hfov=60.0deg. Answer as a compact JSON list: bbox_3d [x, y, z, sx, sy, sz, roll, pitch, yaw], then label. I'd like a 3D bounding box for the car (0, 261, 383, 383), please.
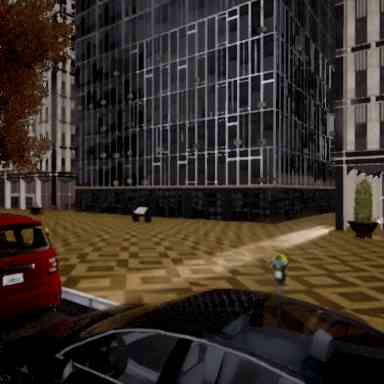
[{"bbox_3d":[0.059,1.562,2.834,4.313,1.339,1.947,0,0,35],"label":"car"}]

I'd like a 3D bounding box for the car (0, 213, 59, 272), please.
[{"bbox_3d":[-4.438,1.297,6.040,5.009,1.841,2.192,0,0,35],"label":"car"}]
